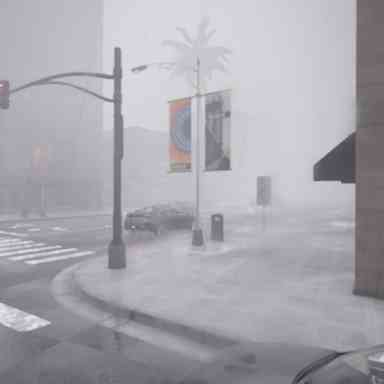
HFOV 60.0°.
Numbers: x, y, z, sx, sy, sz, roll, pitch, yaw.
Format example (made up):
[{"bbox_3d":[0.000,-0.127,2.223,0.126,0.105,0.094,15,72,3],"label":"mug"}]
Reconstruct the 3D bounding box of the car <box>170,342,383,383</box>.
[{"bbox_3d":[1.689,1.552,1.643,4.403,1.369,2.008,0,0,36],"label":"car"}]

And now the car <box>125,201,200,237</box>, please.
[{"bbox_3d":[-1.430,1.483,18.051,2.128,1.511,4.902,0,0,35],"label":"car"}]

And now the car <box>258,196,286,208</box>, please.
[{"bbox_3d":[11.961,1.380,48.480,2.097,1.767,4.553,0,0,36],"label":"car"}]

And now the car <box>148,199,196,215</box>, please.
[{"bbox_3d":[-1.938,1.518,34.536,2.033,1.411,5.357,0,0,35],"label":"car"}]

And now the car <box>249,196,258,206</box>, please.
[{"bbox_3d":[10.714,1.371,52.305,2.097,1.767,4.553,0,0,35],"label":"car"}]
